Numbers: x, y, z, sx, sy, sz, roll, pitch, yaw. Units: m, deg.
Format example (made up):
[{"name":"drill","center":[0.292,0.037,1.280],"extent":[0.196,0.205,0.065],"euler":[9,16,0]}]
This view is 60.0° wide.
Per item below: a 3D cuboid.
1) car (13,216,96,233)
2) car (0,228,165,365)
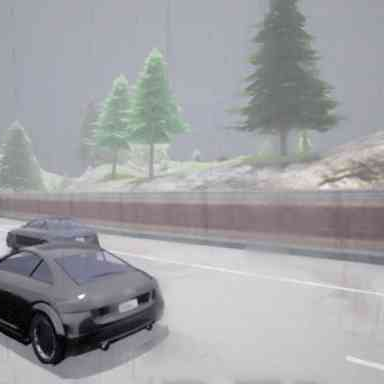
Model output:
[{"name":"car","center":[-5.449,1.640,12.858],"extent":[4.181,1.385,1.994],"euler":[0,0,40]},{"name":"car","center":[-2.494,1.599,5.957],"extent":[4.181,1.385,1.994],"euler":[0,0,38]}]
